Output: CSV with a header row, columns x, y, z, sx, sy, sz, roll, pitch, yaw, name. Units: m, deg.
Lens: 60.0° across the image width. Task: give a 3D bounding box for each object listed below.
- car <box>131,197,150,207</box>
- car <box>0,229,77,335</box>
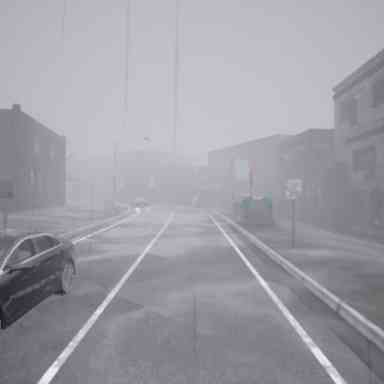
x,y,z,sx,sy,sz,roll,pitch,yaw,name
-7.670,1.461,48.942,1.812,1.442,4.674,1,0,-24,car
-3.599,1.487,5.880,2.128,1.511,4.902,0,0,0,car
